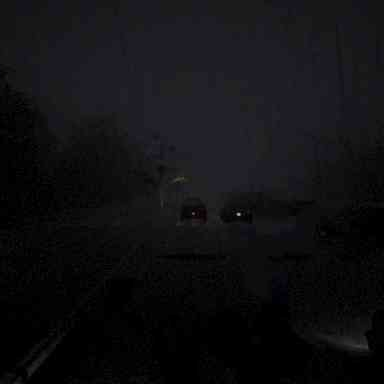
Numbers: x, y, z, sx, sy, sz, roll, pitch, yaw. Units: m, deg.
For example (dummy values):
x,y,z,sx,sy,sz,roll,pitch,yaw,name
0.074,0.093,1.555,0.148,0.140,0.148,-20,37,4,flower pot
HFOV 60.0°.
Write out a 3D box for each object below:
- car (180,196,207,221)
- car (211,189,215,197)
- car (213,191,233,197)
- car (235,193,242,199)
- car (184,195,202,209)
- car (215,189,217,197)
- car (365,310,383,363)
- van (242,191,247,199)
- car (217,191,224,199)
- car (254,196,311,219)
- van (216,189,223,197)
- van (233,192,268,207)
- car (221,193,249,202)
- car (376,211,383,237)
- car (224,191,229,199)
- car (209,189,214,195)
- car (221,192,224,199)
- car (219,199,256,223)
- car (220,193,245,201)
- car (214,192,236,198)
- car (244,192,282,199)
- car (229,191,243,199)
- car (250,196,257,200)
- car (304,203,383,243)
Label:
x,y,z,sx,sy,sz,roll,pitch,yaw,name
0.107,1.339,25.612,1.882,1.535,5.008,0,0,0,car
7.918,0.746,78.254,5.366,1.575,1.946,0,2,-20,car
8.090,0.601,87.267,4.674,1.452,2.002,0,1,-20,car
8.076,1.258,39.525,4.892,1.521,2.231,1,0,-20,car
0.112,1.237,42.724,2.128,1.511,4.902,0,0,0,car
8.063,0.748,72.343,4.553,1.767,2.185,0,1,-20,car
3.101,1.546,1.728,2.033,1.411,5.357,0,0,0,car
8.192,1.053,36.584,4.442,1.987,1.878,1,0,-20,van
7.915,1.067,60.345,5.366,1.575,1.946,1,1,-20,car
8.053,1.367,27.560,4.792,1.488,2.163,1,1,-20,car
7.985,0.706,69.314,4.442,1.987,1.878,0,2,-20,van
7.978,0.990,45.445,4.442,1.987,1.878,1,1,-20,van
8.114,1.061,63.415,4.792,1.488,2.163,0,1,-20,car
8.245,1.456,9.631,5.366,1.575,1.946,1,0,-20,car
8.113,0.945,48.488,5.566,2.045,2.435,1,0,-20,car
7.921,0.617,84.218,5.366,1.575,1.946,0,1,-20,car
8.059,1.139,57.418,4.792,1.488,2.163,1,1,-20,car
3.107,1.436,24.149,1.994,1.385,4.181,0,0,0,car
8.084,1.022,66.387,4.674,1.452,2.002,0,1,-20,car
8.119,0.716,81.315,4.792,1.488,2.163,0,1,-20,car
8.052,1.172,33.550,4.553,1.767,2.185,1,0,-20,car
8.061,0.985,42.492,5.566,2.045,2.435,1,1,-20,car
8.075,1.358,30.579,4.674,1.452,2.002,1,0,-20,car
8.049,1.449,15.555,4.792,1.488,2.163,1,1,-20,car
